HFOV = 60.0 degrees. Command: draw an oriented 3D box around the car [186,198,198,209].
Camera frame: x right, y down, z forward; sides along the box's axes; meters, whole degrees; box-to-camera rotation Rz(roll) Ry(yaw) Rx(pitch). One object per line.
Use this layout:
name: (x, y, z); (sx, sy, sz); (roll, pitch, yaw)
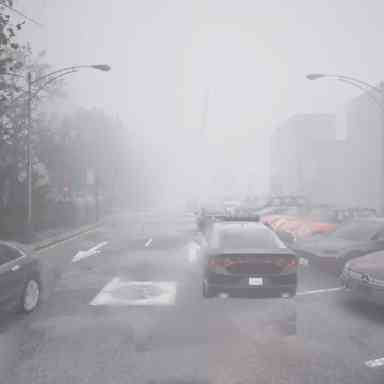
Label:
car: (0.084, 1.589, 46.152); (2.128, 1.511, 4.902); (0, 0, 0)

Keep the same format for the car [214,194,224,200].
car: (5.363, 1.277, 30.829); (5.566, 2.045, 2.435); (1, 0, -20)

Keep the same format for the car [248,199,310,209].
car: (5.364, 1.372, 15.837); (4.553, 1.767, 2.185); (1, 0, -20)

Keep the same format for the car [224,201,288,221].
car: (5.346, 1.550, 27.826); (4.792, 1.488, 2.163); (1, 0, -20)

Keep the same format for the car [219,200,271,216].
car: (5.372, 1.567, 33.828); (4.792, 1.488, 2.163); (1, 0, -20)

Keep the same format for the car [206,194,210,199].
car: (5.274, 1.625, 57.807); (5.366, 1.575, 1.946); (1, 0, -20)

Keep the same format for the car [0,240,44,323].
car: (-3.852, 1.507, 4.731); (1.837, 1.490, 4.892); (0, 0, 0)

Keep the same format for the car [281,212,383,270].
car: (5.287, 1.520, 9.815); (4.792, 1.488, 2.163); (1, 0, -20)

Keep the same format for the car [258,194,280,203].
car: (18.449, 1.480, 79.882); (2.435, 2.045, 5.566); (0, 0, -21)

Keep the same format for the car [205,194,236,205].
car: (5.469, 1.405, 63.901); (5.566, 2.045, 2.435); (1, -1, -20)

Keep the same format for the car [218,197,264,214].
car: (5.377, 1.421, 36.842); (4.553, 1.767, 2.185); (1, 0, -20)

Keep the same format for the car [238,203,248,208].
car: (5.338, 1.542, 18.833); (4.674, 1.452, 2.002); (1, 0, -20)

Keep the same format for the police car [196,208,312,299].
police car: (1.167, 1.429, 8.656); (1.930, 1.638, 5.238); (0, 0, 0)

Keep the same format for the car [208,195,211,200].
car: (5.434, 1.593, 48.863); (5.008, 1.535, 2.097); (1, -1, -20)

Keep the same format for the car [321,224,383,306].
car: (5.311, 1.529, 6.824); (4.674, 1.452, 2.002); (1, 0, -20)

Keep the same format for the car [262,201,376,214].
car: (5.355, 1.369, 12.836); (4.553, 1.767, 2.185); (1, 0, -20)

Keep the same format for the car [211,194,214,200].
car: (5.469, 1.456, 45.860); (4.553, 1.767, 2.185); (1, 0, -20)

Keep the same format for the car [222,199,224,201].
car: (5.189, 1.508, 24.769); (5.366, 1.575, 1.946); (1, 0, -20)

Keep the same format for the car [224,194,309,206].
car: (5.342, 1.256, 21.812); (5.566, 2.045, 2.435); (1, 0, -20)

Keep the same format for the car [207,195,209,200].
car: (5.454, 1.658, 54.865); (4.674, 1.452, 2.002); (1, 0, -20)

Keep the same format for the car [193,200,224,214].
car: (1.207, 1.554, 24.546); (1.812, 1.442, 4.674); (0, 0, 0)

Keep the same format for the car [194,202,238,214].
car: (1.189, 1.522, 18.547); (1.837, 1.490, 4.892); (0, 0, 0)
